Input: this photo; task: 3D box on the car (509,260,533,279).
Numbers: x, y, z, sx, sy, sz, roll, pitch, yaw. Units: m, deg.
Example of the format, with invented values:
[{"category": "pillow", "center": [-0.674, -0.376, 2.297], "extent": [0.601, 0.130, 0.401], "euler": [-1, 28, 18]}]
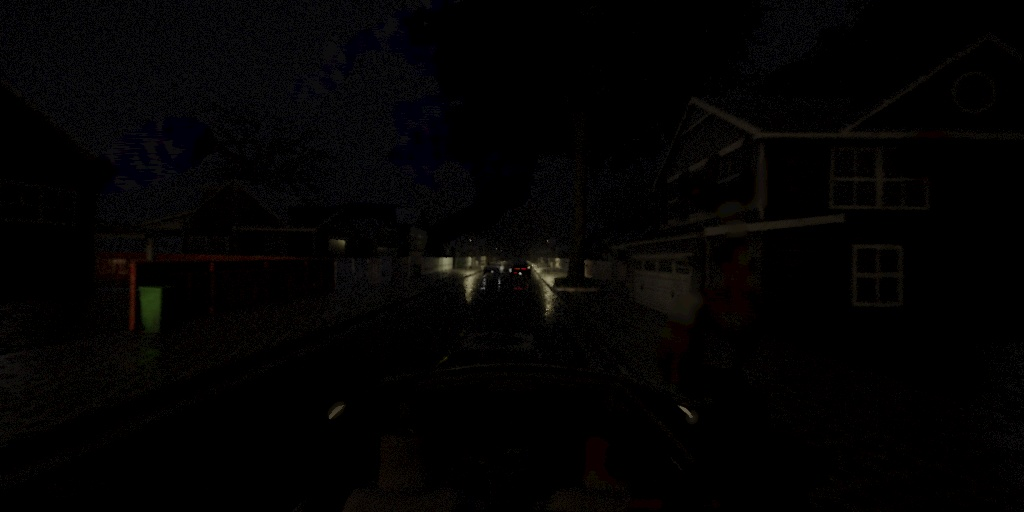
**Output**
[{"category": "car", "center": [0.775, 1.222, 32.560], "extent": [1.837, 1.490, 4.892], "euler": [1, 0, 2]}]

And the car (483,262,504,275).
[{"category": "car", "center": [-1.893, 1.266, 37.739], "extent": [1.895, 1.301, 4.718], "euler": [1, 0, 1]}]
